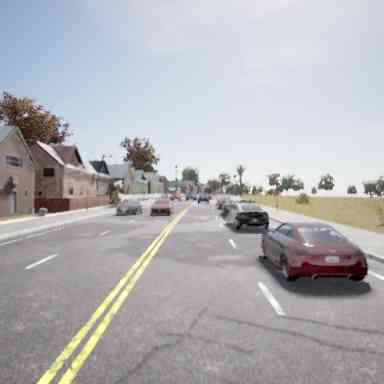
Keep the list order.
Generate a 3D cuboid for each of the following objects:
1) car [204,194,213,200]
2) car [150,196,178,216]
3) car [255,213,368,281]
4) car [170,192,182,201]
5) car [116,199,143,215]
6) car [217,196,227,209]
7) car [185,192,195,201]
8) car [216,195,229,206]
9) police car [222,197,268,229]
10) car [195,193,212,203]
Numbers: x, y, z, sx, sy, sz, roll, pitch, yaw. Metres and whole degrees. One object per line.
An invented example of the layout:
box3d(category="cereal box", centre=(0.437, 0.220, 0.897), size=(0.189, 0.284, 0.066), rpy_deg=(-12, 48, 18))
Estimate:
box3d(category="car", centre=(4.232, 1.319, 86.853), size=(2.128, 1.511, 4.902), rpy_deg=(0, 0, 6))
box3d(category="car", centre=(-2.753, 1.394, 31.501), size=(1.882, 1.535, 5.008), rpy_deg=(0, 0, 2))
box3d(category="car", centre=(3.308, 1.538, 9.788), size=(1.994, 1.385, 4.181), rpy_deg=(0, 0, 1))
box3d(category="car", centre=(-3.461, 0.981, 73.700), size=(2.150, 2.045, 5.566), rpy_deg=(0, 0, 5))
box3d(category="car", centre=(-5.978, 1.408, 32.216), size=(2.128, 1.511, 4.902), rpy_deg=(0, 0, 2))
box3d(category="car", centre=(3.831, 1.407, 31.670), size=(2.128, 1.511, 4.902), rpy_deg=(0, 0, 2))
box3d(category="car", centre=(-0.223, 0.978, 73.427), size=(2.150, 2.045, 5.566), rpy_deg=(0, 0, 5))
box3d(category="car", centre=(4.882, 1.342, 53.533), size=(1.882, 1.535, 5.008), rpy_deg=(0, 0, 3))
box3d(category="police car", centre=(3.415, 1.367, 21.147), size=(1.930, 1.638, 5.238), rpy_deg=(0, 0, -2))
box3d(category="car", centre=(2.181, 1.201, 62.519), size=(2.097, 1.767, 4.553), rpy_deg=(0, 0, 4))
